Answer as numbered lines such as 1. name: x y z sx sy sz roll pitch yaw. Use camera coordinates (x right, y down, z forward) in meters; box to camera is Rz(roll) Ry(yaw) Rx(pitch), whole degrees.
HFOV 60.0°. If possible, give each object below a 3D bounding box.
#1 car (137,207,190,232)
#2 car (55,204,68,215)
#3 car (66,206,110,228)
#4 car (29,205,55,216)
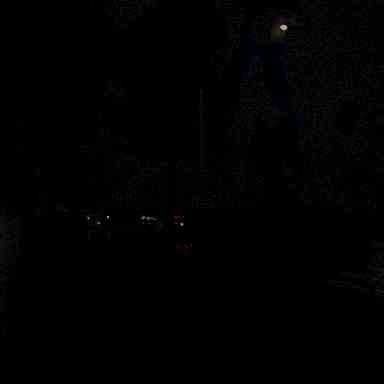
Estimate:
1. car: -2.008 1.767 22.443 1.837 1.490 4.892 0 -1 -35
2. car: -17.562 2.354 44.755 1.994 1.385 4.181 0 -1 -35
3. car: -8.031 1.986 25.929 1.895 1.301 4.718 0 -1 -35
4. car: -19.611 2.352 42.711 2.033 1.411 5.357 0 -1 -35
